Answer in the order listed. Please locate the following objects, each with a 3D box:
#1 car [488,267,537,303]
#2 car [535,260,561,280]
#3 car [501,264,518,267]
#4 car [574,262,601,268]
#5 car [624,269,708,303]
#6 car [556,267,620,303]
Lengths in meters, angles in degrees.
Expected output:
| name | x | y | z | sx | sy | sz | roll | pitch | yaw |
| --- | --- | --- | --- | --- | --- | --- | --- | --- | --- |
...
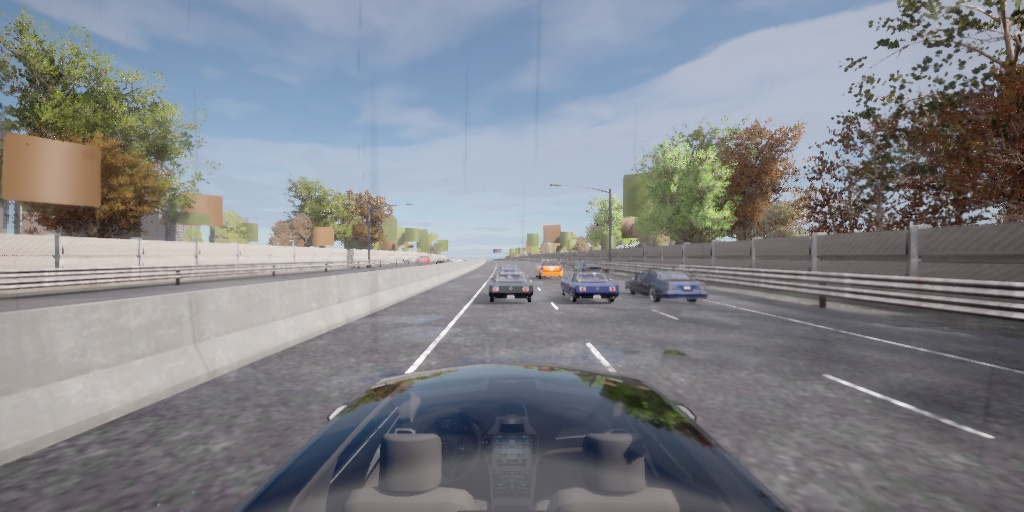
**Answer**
| name | x | y | z | sx | sy | sz | roll | pitch | yaw |
| --- | --- | --- | --- | --- | --- | --- | --- | --- | --- |
| car | -0.064 | 1.370 | 16.719 | 1.895 | 1.301 | 4.718 | 0 | 0 | 0 |
| car | 3.246 | 1.126 | 31.763 | 2.097 | 1.767 | 4.553 | 0 | 0 | -1 |
| car | -0.254 | 1.375 | 31.764 | 1.895 | 1.301 | 4.718 | 0 | 0 | -1 |
| car | 6.745 | 1.278 | 31.852 | 1.837 | 1.490 | 4.892 | 0 | 0 | -1 |
| car | 6.936 | 1.318 | 16.748 | 2.033 | 1.411 | 5.357 | 0 | 0 | 0 |
| car | 3.436 | 1.371 | 16.748 | 1.895 | 1.301 | 4.718 | 0 | 0 | 0 |
